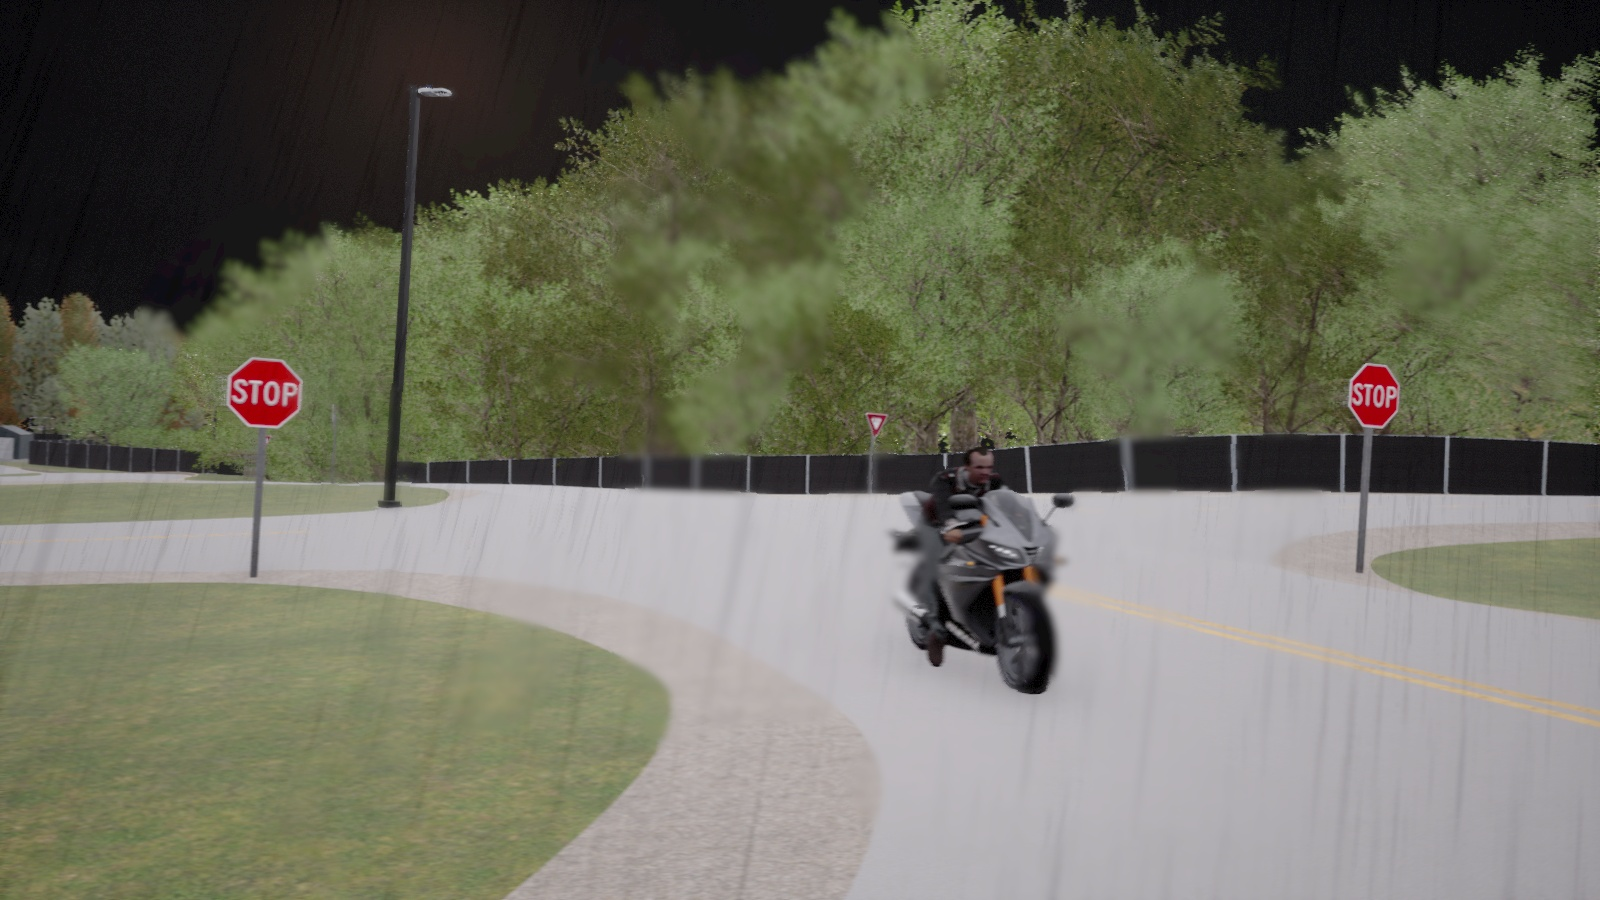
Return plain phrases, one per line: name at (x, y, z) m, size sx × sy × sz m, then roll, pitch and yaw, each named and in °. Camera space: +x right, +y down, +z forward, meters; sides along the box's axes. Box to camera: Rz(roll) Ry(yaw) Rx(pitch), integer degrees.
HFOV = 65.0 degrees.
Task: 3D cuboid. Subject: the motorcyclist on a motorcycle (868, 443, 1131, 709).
motorcyclist on a motorcycle at (1.249, 0.729, 8.468) m, size 0.866 × 1.530 × 2.191 m, roll -1°, pitch 1°, yaw -17°
